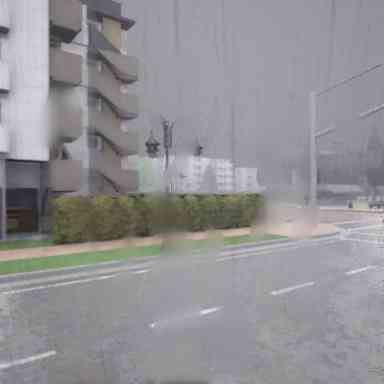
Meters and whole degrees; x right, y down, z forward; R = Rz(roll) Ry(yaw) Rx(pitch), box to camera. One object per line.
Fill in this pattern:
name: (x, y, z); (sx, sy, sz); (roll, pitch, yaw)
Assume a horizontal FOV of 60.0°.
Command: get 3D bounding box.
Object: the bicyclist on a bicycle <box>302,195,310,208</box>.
bicyclist on a bicycle: (14.511, 1.170, 42.340); (1.656, 1.620, 0.582); (-1, 0, -38)
